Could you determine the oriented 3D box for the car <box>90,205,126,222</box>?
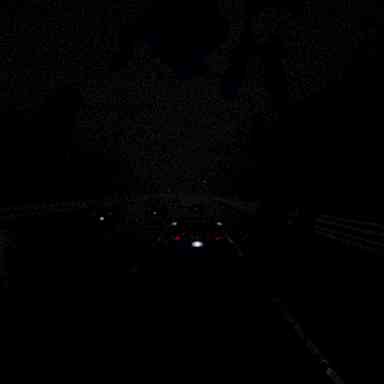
[{"bbox_3d":[-6.678,1.693,26.985,1.895,1.301,4.718,0,0,1],"label":"car"}]

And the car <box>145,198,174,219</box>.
[{"bbox_3d":[-3.145,1.602,30.797,2.128,1.511,4.902,0,0,1],"label":"car"}]

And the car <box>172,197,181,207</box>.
[{"bbox_3d":[-2.907,1.687,55.989,1.837,1.490,4.892,0,0,1],"label":"car"}]

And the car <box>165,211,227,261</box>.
[{"bbox_3d":[0.185,1.619,12.480,1.994,1.385,4.181,0,0,1],"label":"car"}]

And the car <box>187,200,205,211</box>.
[{"bbox_3d":[0.438,1.670,39.557,1.812,1.442,4.674,0,0,1],"label":"car"}]
